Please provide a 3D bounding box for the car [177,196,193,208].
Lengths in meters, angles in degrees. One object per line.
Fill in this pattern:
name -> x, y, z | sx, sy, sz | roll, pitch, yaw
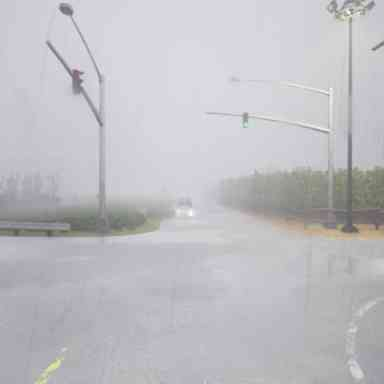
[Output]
car -> -0.901, 1.174, 40.362 | 1.895, 1.301, 4.718 | 0, 1, -3
